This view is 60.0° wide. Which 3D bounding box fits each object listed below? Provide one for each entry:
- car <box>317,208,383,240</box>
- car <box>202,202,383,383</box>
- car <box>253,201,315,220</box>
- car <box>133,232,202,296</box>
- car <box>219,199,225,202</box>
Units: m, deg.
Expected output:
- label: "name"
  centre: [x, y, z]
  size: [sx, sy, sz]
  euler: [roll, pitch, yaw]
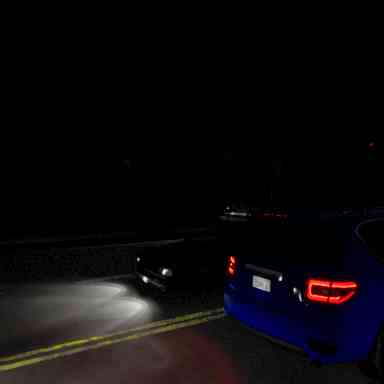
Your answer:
- label: "car"
  centre: [8.943, 1.601, 17.508]
  size: [4.718, 1.301, 1.895]
  euler: [0, 0, -31]
- label: "car"
  centre: [3.109, 1.221, 5.558]
  size: [5.566, 2.045, 2.150]
  euler: [0, 0, -33]
- label: "car"
  centre: [7.942, 1.547, 29.232]
  size: [2.033, 1.411, 5.357]
  euler: [0, 0, -31]
- label: "car"
  centre: [1.234, 1.547, 8.770]
  size: [5.357, 1.411, 2.033]
  euler: [0, 0, -31]
- label: "car"
  centre: [2.656, 1.491, 38.116]
  size: [2.128, 1.511, 4.902]
  euler: [0, 0, -31]
